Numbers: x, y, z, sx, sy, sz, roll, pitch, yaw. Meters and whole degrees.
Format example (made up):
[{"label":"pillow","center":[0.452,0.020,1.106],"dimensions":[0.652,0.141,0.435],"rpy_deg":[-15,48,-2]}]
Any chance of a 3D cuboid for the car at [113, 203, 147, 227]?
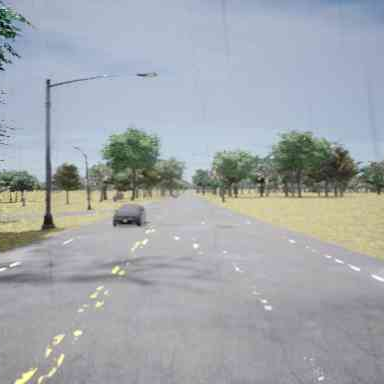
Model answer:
[{"label":"car","center":[-4.385,1.586,23.872],"dimensions":[1.882,1.535,5.008],"rpy_deg":[0,0,-2]}]
